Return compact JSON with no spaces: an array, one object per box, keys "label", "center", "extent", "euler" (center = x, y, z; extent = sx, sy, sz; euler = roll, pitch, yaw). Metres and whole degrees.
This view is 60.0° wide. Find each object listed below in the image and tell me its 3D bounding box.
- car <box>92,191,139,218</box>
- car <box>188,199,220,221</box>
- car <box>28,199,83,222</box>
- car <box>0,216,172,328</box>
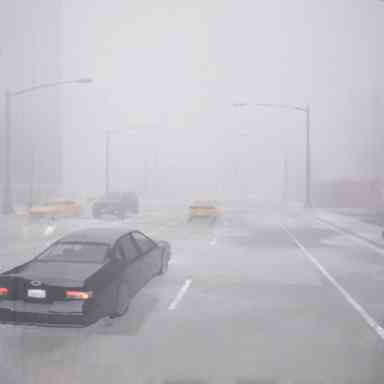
[{"label":"car","center":[-5.973,0.973,26.800],"extent":[2.150,2.045,5.566],"euler":[0,1,9]},{"label":"car","center":[0.978,1.232,24.698],"extent":[1.882,1.535,5.008],"euler":[0,1,9]},{"label":"car","center":[-9.903,1.273,24.482],"extent":[1.882,1.535,5.008],"euler":[0,1,9]},{"label":"car","center":[-1.879,1.524,7.387],"extent":[2.033,1.411,5.357],"euler":[0,0,9]}]
